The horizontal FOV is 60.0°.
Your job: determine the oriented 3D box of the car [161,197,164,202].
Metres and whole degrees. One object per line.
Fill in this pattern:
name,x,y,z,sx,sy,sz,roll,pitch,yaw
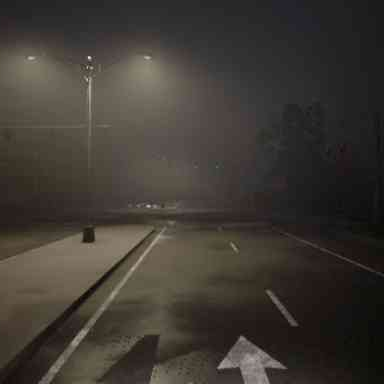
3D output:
car,-7.966,1.892,83.347,1.812,1.442,4.674,0,0,0

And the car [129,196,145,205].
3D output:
car,-11.473,1.688,67.597,2.097,1.767,4.553,0,0,0

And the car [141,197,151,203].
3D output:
car,-11.466,1.964,83.293,1.895,1.301,4.718,0,0,0

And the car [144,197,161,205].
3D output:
car,-7.973,1.928,67.596,1.895,1.301,4.718,0,0,0
